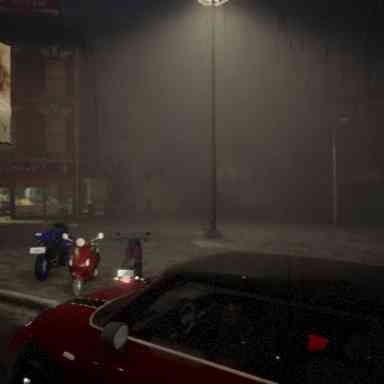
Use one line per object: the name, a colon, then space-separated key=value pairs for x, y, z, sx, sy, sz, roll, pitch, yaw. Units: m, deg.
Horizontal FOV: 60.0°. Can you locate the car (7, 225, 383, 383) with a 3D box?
car: x=0.337 y=1.355 z=2.999 sx=4.553 sy=1.767 sz=2.097 roll=0 pitch=0 yaw=35
